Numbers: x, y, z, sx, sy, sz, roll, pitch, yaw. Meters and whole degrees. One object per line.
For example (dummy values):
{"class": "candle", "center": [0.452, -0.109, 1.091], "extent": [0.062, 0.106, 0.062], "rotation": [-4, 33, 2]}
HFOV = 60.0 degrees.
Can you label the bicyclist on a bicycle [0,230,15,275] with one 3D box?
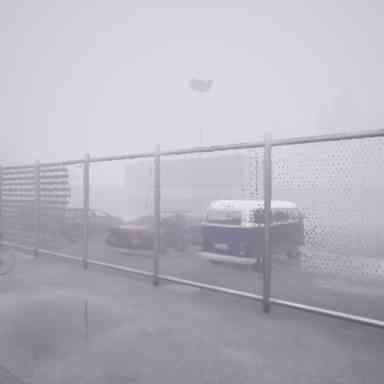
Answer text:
{"class": "bicyclist on a bicycle", "center": [-5.260, 1.372, 8.319], "extent": [0.582, 1.620, 1.656], "rotation": [0, -1, 38]}
